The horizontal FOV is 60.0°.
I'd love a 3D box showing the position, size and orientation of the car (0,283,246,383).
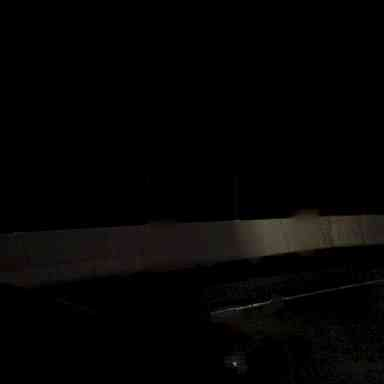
[{"bbox_3d":[-1.775,1.478,2.489,5.008,1.535,1.882,0,0,-36],"label":"car"}]
